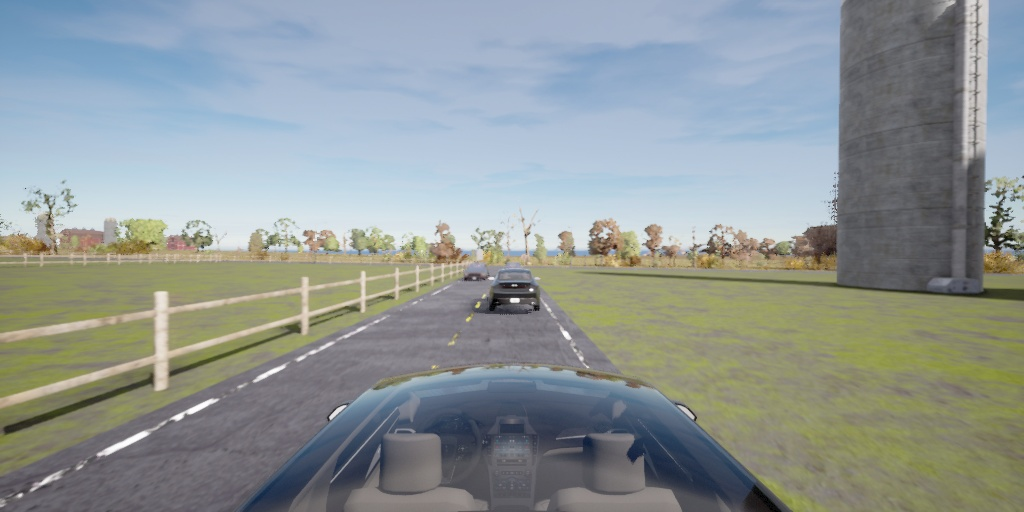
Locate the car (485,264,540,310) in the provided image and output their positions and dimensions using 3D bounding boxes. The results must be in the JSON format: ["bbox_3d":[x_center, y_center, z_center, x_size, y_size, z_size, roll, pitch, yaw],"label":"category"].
[{"bbox_3d":[0.100,1.253,14.538,1.837,1.490,4.892,0,0,0],"label":"car"}]

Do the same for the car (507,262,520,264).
[{"bbox_3d":[0.102,1.303,34.499,2.033,1.411,5.357,0,0,0],"label":"car"}]

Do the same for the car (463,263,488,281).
[{"bbox_3d":[-2.850,1.300,29.844,2.033,1.411,5.357,0,0,0],"label":"car"}]
